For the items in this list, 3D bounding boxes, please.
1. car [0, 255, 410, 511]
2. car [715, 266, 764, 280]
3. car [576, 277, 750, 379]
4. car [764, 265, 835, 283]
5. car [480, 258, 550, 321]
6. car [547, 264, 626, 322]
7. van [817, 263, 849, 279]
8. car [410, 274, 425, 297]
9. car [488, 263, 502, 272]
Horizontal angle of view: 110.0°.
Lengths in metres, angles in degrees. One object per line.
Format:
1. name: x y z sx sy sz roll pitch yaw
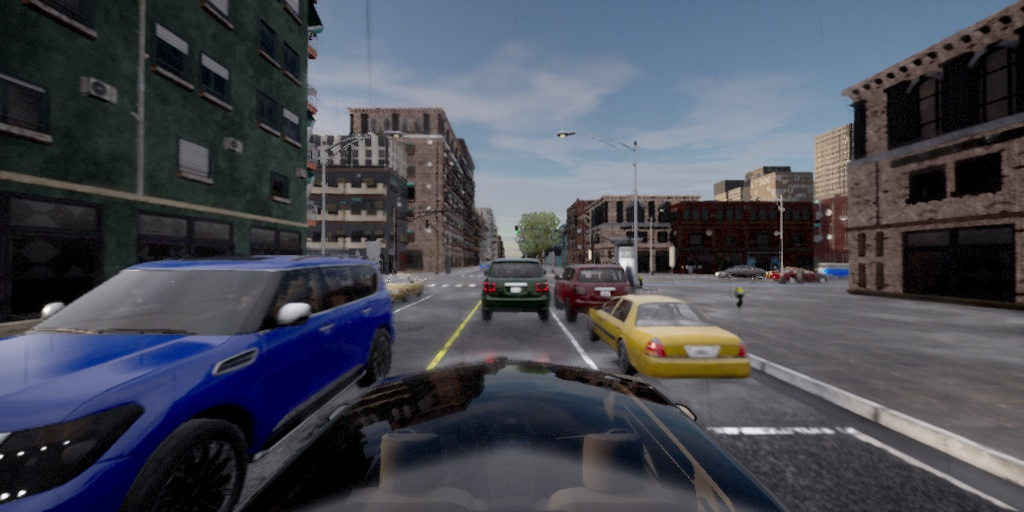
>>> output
1. car: -3.098 1.000 4.106 2.150 2.045 5.566 0 -1 0
2. car: 24.494 1.807 38.587 4.902 1.511 2.128 0 -1 0
3. car: 2.696 1.342 7.382 1.751 1.417 4.829 0 0 0
4. car: 26.183 1.799 32.747 4.507 1.381 1.888 0 0 0
5. car: 0.118 1.111 13.172 2.150 2.045 5.566 0 -1 0
6. car: 2.702 1.199 12.751 2.192 1.841 5.009 0 0 0
7. van: 37.182 1.751 41.243 3.998 1.789 1.690 0 0 0
8. car: -5.673 1.476 18.131 1.751 1.417 4.829 0 0 0
9. car: -2.976 2.027 63.157 2.128 1.511 4.902 0 -1 1
